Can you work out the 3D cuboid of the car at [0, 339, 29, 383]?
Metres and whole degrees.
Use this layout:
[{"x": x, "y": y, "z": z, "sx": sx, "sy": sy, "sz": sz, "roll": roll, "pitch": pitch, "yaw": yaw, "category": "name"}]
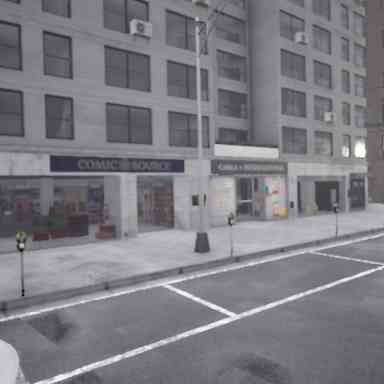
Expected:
[{"x": -3.081, "y": 1.587, "z": 1.165, "sx": 4.674, "sy": 1.442, "sz": 1.812, "roll": -2, "pitch": 1, "yaw": -36, "category": "car"}]
